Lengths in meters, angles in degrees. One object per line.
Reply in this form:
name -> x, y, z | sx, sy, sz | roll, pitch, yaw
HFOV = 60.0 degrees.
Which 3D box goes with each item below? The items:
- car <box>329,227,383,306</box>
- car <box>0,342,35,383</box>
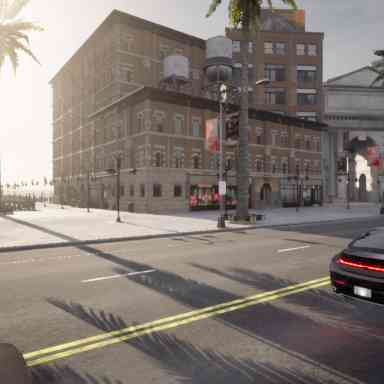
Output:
car -> 4.966, 1.505, 7.252 | 4.892, 1.490, 1.837 | 0, 0, -36
car -> -3.440, 1.547, 1.282 | 5.357, 1.411, 2.033 | 0, 0, -36
